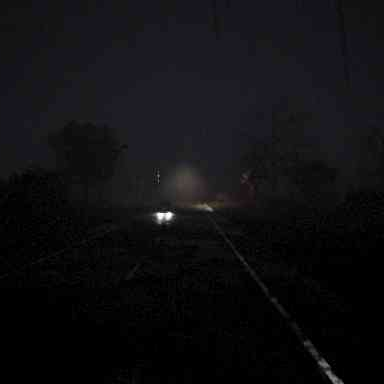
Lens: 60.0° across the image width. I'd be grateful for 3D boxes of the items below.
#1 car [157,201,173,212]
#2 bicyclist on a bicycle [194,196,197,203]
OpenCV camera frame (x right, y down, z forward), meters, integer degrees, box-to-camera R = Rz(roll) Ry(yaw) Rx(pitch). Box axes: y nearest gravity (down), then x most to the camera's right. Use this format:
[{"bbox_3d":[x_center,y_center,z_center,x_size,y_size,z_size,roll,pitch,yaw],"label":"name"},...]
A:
[{"bbox_3d":[-3.549,1.919,44.459,2.128,1.511,4.902,0,0,0],"label":"car"},{"bbox_3d":[1.035,2.232,89.204,0.582,1.620,1.656,0,-1,0],"label":"bicyclist on a bicycle"}]
